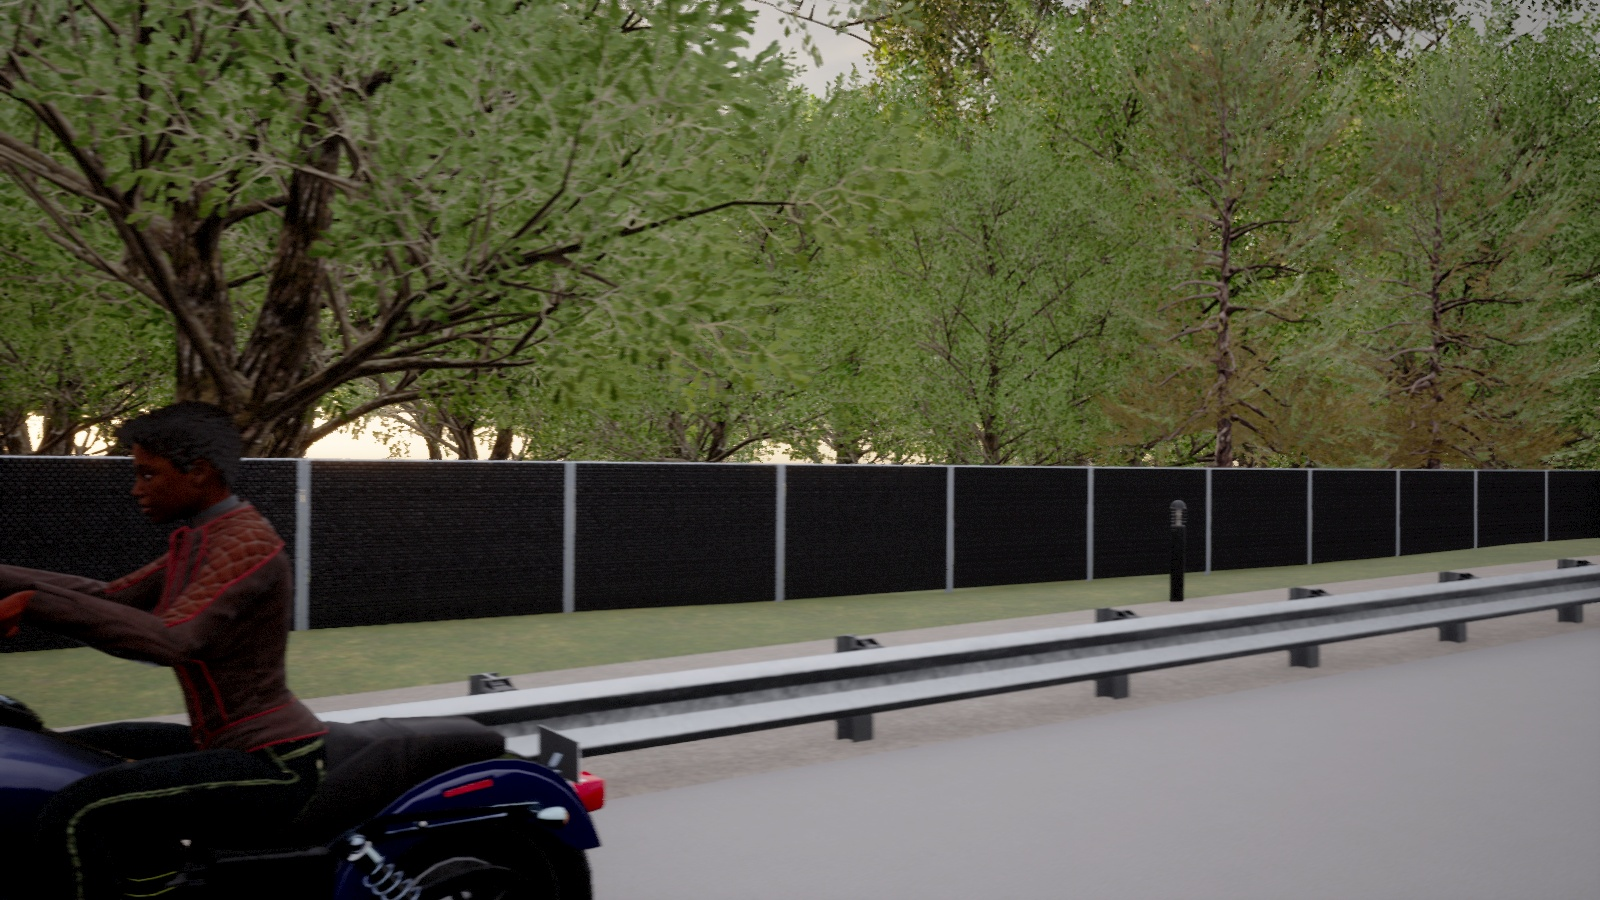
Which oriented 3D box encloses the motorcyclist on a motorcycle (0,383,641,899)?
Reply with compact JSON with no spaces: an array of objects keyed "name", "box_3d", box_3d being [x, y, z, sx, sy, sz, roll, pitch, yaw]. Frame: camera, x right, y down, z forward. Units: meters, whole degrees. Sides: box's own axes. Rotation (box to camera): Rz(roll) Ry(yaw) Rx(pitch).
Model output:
[{"name":"motorcyclist on a motorcycle","box_3d":[-1.557,0.709,2.577,2.350,1.649,0.766,0,0,-35]}]
